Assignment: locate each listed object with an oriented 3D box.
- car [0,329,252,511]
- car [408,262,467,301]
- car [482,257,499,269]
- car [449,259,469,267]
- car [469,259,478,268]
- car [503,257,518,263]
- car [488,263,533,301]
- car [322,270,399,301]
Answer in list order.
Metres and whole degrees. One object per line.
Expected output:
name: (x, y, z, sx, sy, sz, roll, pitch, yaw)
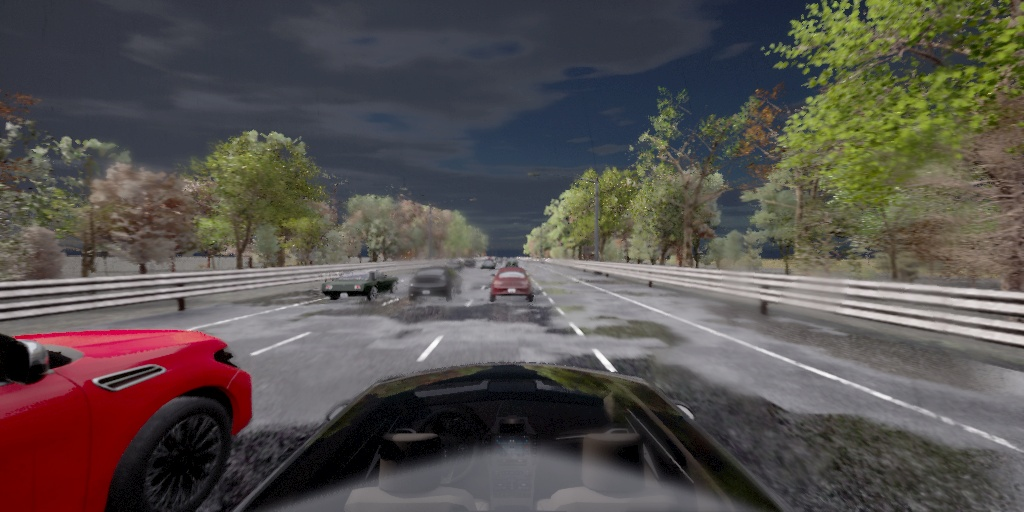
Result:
car: (-3.502, 0.978, 0.955, 2.150, 2.045, 5.566, 0, 0, 0)
car: (-3.508, 1.237, 17.101, 1.837, 1.490, 4.892, 0, 0, 0)
car: (-3.510, 1.269, 54.795, 1.994, 1.385, 4.181, 0, 0, 0)
car: (-7.008, 1.207, 44.834, 2.128, 1.511, 4.902, 0, 0, 0)
car: (-7.008, 1.213, 60.835, 1.837, 1.490, 4.892, 0, 0, 0)
car: (-0.008, 1.050, 60.706, 2.097, 1.767, 4.553, 0, 0, 0)
car: (-0.006, 1.253, 17.045, 1.812, 1.442, 4.674, 0, 0, 0)
car: (-7.004, 1.336, 17.182, 1.895, 1.301, 4.718, 0, 0, 0)
